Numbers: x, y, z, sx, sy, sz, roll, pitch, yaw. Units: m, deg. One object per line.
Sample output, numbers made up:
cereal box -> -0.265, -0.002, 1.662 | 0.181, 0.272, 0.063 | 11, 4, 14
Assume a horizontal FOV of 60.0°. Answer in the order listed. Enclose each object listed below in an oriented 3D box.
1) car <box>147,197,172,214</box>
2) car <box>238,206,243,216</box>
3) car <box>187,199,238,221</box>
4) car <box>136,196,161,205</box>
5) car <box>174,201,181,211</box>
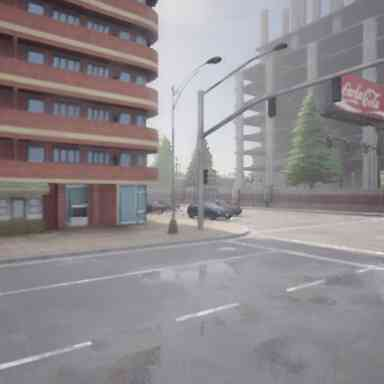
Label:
car -> -4.753, 1.540, 36.359 | 2.033, 1.411, 5.357 | 0, 0, -36
car -> 2.745, 1.494, 31.952 | 1.837, 1.490, 4.892 | 0, 0, -36
car -> 1.399, 1.517, 27.832 | 1.812, 1.442, 4.674 | 0, 0, -36
car -> -7.756, 1.535, 58.717 | 2.033, 1.411, 5.357 | 0, 0, -35
car -> -3.264, 1.495, 40.285 | 1.837, 1.490, 4.892 | 0, 0, -36
